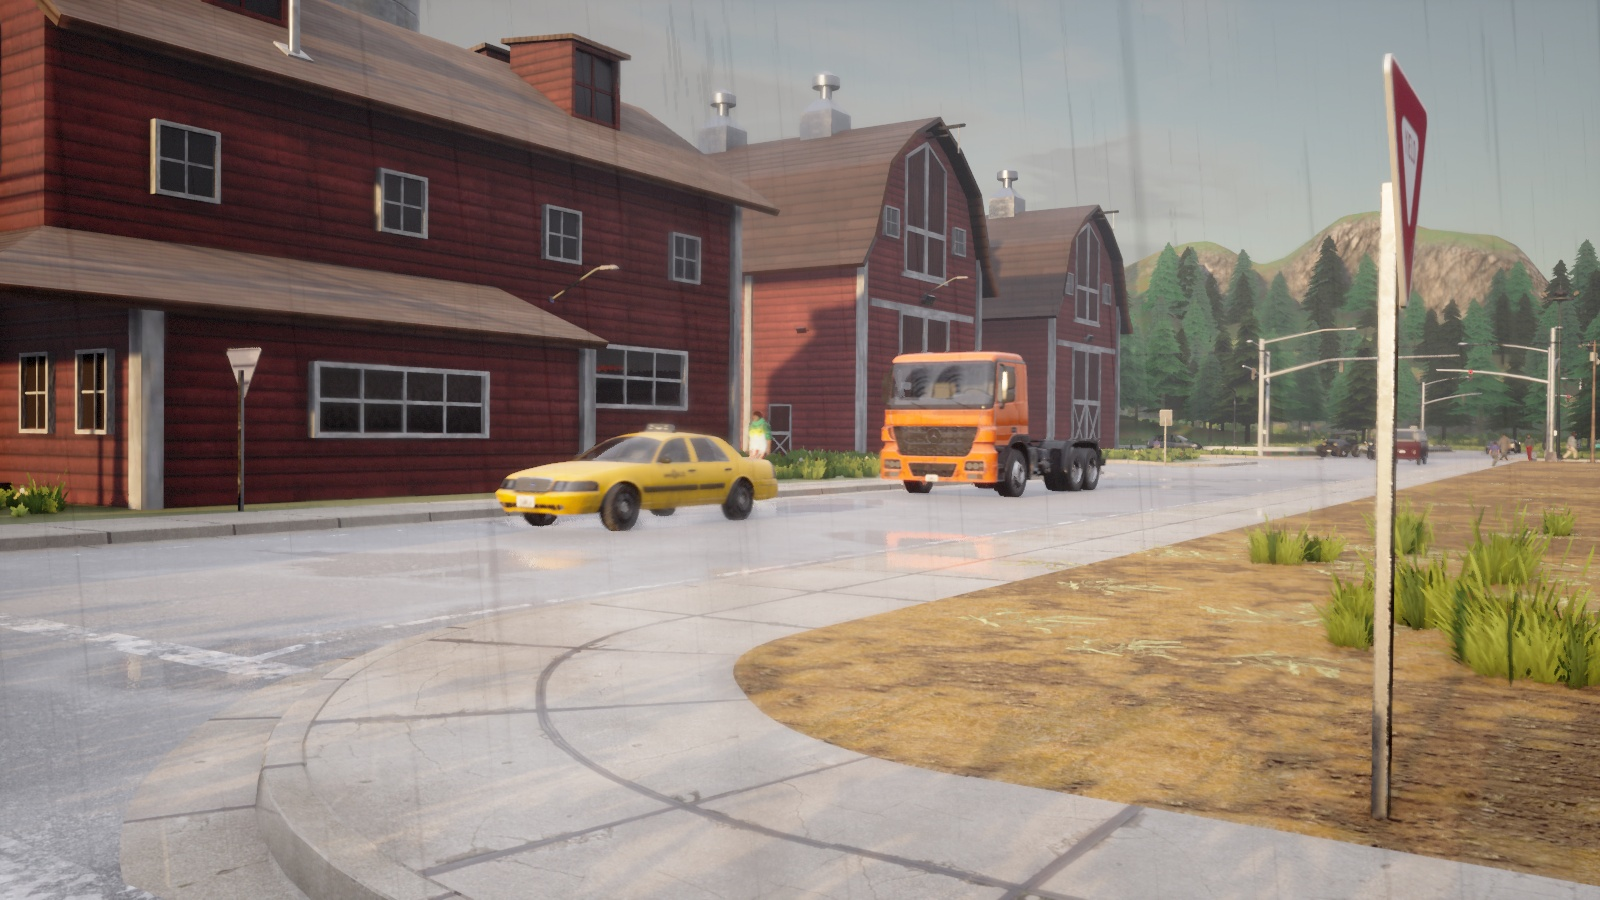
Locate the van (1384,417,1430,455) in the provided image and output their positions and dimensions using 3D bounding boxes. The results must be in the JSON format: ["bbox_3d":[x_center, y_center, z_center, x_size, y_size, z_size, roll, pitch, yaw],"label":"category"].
[{"bbox_3d":[33.529,-0.796,69.319,1.775,1.987,4.442,0,1,33],"label":"van"}]

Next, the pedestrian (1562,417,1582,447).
[{"bbox_3d":[46.963,-1.092,76.434,0.900,1.855,0.874,0,1,41],"label":"pedestrian"}]

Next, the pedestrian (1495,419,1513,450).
[{"bbox_3d":[44.273,-0.980,78.978,0.873,1.952,0.659,-1,1,-28],"label":"pedestrian"}]

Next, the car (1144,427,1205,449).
[{"bbox_3d":[27.907,-0.900,93.524,3.988,1.617,1.851,0,1,34],"label":"car"}]

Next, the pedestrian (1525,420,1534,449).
[{"bbox_3d":[46.575,-0.995,80.189,0.614,1.847,0.353,-1,1,-44],"label":"pedestrian"}]

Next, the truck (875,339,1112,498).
[{"bbox_3d":[5.101,-0.754,31.565,2.891,3.462,7.936,0,1,33],"label":"truck"}]

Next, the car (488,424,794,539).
[{"bbox_3d":[-2.314,0.391,20.028,1.801,1.575,5.366,0,1,33],"label":"car"}]

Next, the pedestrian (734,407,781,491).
[{"bbox_3d":[-0.996,-0.028,29.584,0.873,1.952,0.659,-1,1,-38],"label":"pedestrian"}]
